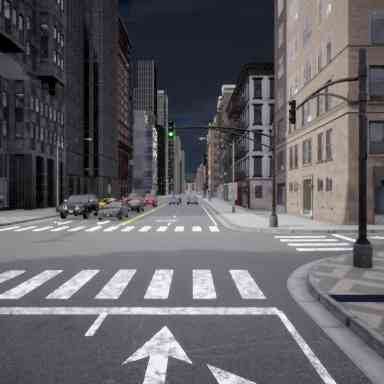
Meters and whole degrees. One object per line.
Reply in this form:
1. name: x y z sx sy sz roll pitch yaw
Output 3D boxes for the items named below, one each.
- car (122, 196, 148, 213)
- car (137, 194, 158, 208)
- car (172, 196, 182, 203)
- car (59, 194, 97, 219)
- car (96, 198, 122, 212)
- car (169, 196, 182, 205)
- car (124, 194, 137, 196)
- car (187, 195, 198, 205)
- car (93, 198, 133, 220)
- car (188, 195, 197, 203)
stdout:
1. car: -6.540 1.495 37.465 1.882 1.535 5.008 0 0 0
2. car: -6.514 1.259 50.681 2.150 2.045 5.566 0 0 0
3. car: -3.149 1.546 69.565 1.882 1.535 5.008 0 0 0
4. car: -9.818 1.228 29.498 2.150 2.045 5.566 0 0 -2
5. car: -9.786 1.498 39.488 1.882 1.535 5.008 0 0 0
6. car: -3.165 1.599 59.143 2.033 1.411 5.357 0 0 0
7. car: -9.757 1.263 52.737 2.150 2.045 5.566 0 0 0
8. car: 0.087 1.617 59.971 1.994 1.385 4.181 0 0 0
9. car: -6.534 1.510 28.046 1.837 1.490 4.892 0 0 -1
10. car: 0.101 1.443 69.976 1.812 1.442 4.674 0 0 0
